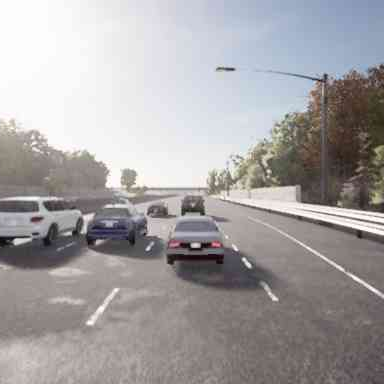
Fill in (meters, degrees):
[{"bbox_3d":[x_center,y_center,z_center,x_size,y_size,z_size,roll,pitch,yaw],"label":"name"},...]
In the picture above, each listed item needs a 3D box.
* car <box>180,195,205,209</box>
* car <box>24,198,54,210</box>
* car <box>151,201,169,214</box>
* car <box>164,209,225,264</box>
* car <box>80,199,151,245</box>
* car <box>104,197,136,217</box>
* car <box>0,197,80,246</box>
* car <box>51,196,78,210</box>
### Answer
[{"bbox_3d":[0.093,1.280,31.692,2.150,2.045,5.566,0,0,0],"label":"car"},{"bbox_3d":[-21.078,1.573,45.992,1.882,1.535,5.008,0,-1,0],"label":"car"},{"bbox_3d":[-3.405,1.589,33.590,1.812,1.442,4.674,0,0,0],"label":"car"},{"bbox_3d":[0.099,1.565,11.908,2.033,1.411,5.357,0,0,0],"label":"car"},{"bbox_3d":[-3.402,1.377,15.827,2.097,1.767,4.553,0,0,0],"label":"car"},{"bbox_3d":[-6.905,1.412,32.297,2.097,1.767,4.553,0,0,0],"label":"car"},{"bbox_3d":[-6.902,1.246,15.546,2.150,2.045,5.566,0,0,0],"label":"car"},{"bbox_3d":[-17.581,1.447,46.135,2.097,1.767,4.553,0,0,0],"label":"car"}]
